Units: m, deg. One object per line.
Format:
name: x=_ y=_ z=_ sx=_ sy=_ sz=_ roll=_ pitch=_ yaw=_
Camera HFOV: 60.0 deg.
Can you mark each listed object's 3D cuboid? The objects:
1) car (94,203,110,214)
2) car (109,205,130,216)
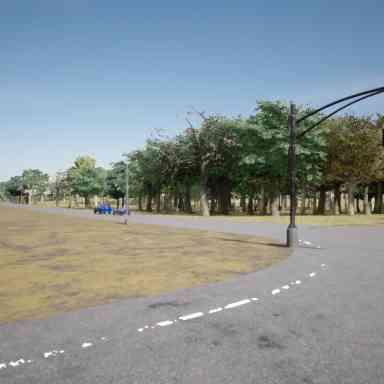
car: x=-17.590 y=3.259 z=65.381 sx=2.150 sy=2.045 sz=5.566 roll=1 pitch=-2 yaw=-33
car: x=-12.093 y=3.272 z=56.974 sx=1.812 sy=1.442 sz=4.674 roll=1 pitch=-2 yaw=-33
